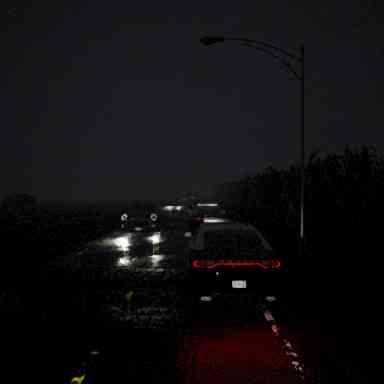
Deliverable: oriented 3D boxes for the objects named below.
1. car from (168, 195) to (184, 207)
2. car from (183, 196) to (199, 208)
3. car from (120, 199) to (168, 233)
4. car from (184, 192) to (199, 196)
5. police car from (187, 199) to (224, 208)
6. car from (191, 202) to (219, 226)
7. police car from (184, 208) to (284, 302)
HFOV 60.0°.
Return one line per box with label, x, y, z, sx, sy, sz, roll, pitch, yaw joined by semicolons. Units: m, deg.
car;-2.672;1.502;50.585;1.994;1.385;4.181;0;0;0
car;0.116;1.549;46.088;1.895;1.301;4.718;0;0;1
car;-2.819;1.341;19.597;2.097;1.767;4.553;0;0;0
car;0.093;1.134;60.053;2.150;2.045;5.566;0;0;0
police car;0.853;1.415;18.454;1.930;1.638;5.238;0;0;0
car;0.862;1.509;24.344;1.812;1.442;4.674;0;0;0
police car;0.837;1.423;8.455;1.930;1.638;5.238;0;0;0
